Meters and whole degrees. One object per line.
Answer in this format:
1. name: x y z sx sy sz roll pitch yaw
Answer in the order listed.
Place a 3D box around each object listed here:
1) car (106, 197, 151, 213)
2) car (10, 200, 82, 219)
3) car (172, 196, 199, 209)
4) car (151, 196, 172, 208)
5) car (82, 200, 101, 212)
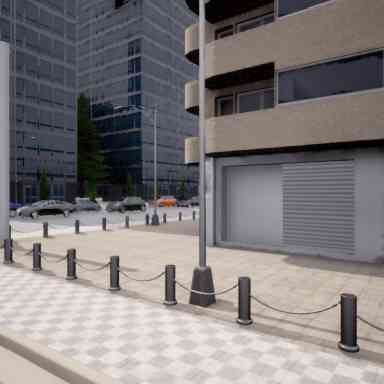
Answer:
1. car: -7.073 1.297 35.824 2.097 1.767 4.553 0 0 36
2. car: -12.415 1.436 28.422 2.128 1.511 4.902 0 0 36
3. car: -0.162 1.443 45.382 1.837 1.490 4.892 0 2 36
4. car: -4.041 1.301 45.988 2.097 1.767 4.553 0 0 36
5. car: -11.748 1.508 35.319 1.994 1.385 4.181 0 0 36
